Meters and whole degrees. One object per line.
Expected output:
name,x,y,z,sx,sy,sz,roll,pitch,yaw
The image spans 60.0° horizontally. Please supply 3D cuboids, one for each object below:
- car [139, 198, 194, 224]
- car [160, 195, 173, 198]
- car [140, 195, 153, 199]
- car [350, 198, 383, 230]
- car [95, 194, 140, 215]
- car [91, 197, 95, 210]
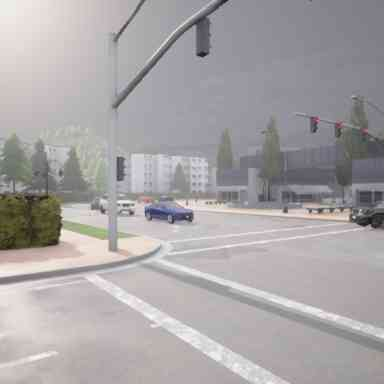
car,-1.815,1.473,25.359,1.882,1.535,5.008,0,0,-37
car,-5.254,1.465,69.692,1.882,1.535,5.008,0,0,17
car,-9.312,1.341,68.117,2.097,1.767,4.553,0,0,15
car,12.820,1.216,20.500,5.566,2.045,2.150,0,2,1
car,-7.624,1.217,33.538,2.150,2.045,5.566,0,0,-32
car,-11.939,1.347,42.924,2.097,1.767,4.553,0,0,-17
